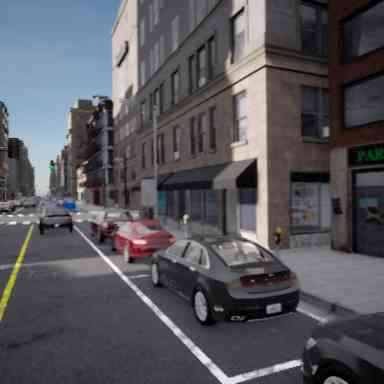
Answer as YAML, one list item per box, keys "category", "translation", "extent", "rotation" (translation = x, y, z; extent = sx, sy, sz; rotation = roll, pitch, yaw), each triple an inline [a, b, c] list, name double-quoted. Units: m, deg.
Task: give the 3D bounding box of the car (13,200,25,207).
- category: "car"
  translation: [-36.217, 2.330, 69.704]
  extent: [1.947, 1.339, 4.313]
  rotation: [0, 0, -24]

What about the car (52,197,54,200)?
- category: "car"
  translation: [-28.889, 2.017, 72.971]
  extent: [2.192, 1.841, 5.009]
  rotation: [0, 0, -24]

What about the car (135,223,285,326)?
- category: "car"
  translation: [0.378, 1.586, 7.139]
  extent: [2.008, 1.369, 4.403]
  rotation: [-1, 0, -24]

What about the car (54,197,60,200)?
- category: "car"
  translation: [-26.578, 2.235, 67.778]
  extent: [1.802, 1.307, 4.206]
  rotation: [0, 0, -24]

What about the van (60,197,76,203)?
- category: "van"
  translation: [-17.350, 1.785, 47.014]
  extent: [1.690, 1.788, 3.998]
  rotation: [-1, 0, -24]

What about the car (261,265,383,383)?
- category: "car"
  translation: [2.620, 1.534, 2.097]
  extent: [2.008, 1.369, 4.403]
  rotation: [-1, 0, -24]

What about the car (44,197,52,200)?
- category: "car"
  translation: [-32.008, 2.329, 73.499]
  extent: [1.895, 1.301, 4.718]
  rotation: [0, 0, -24]

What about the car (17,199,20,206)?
- category: "car"
  translation: [-26.985, 2.103, 48.936]
  extent: [1.887, 1.381, 4.507]
  rotation: [-1, 0, -24]

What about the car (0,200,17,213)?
- category: "car"
  translation: [-24.677, 2.057, 43.745]
  extent: [2.008, 1.369, 4.403]
  rotation: [-1, 0, -24]

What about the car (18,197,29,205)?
- category: "car"
  translation: [-43.143, 2.226, 85.279]
  extent: [2.192, 1.841, 5.009]
  rotation: [0, 0, -24]

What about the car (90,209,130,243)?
- category: "car"
  translation: [-4.107, 1.580, 17.226]
  extent: [1.967, 1.590, 4.097]
  rotation: [-1, 0, -24]

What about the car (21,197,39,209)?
- category: "car"
  translation: [-28.299, 2.127, 58.317]
  extent: [1.837, 1.490, 4.892]
  rotation: [0, 0, -23]

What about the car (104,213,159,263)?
- category: "car"
  translation: [-1.863, 1.669, 12.182]
  extent: [1.802, 1.307, 4.206]
  rotation: [-1, 0, -24]

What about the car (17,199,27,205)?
- category: "car"
  translation: [-40.833, 2.428, 80.087]
  extent: [1.947, 1.339, 4.313]
  rotation: [0, 0, -24]

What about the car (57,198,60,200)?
- category: "car"
  translation: [-21.963, 2.132, 57.395]
  extent: [1.802, 1.307, 4.206]
  rotation: [0, 0, -24]

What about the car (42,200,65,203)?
- category: "car"
  translation: [-15.514, 1.924, 36.622]
  extent: [2.033, 1.411, 5.357]
  rotation: [0, 0, -24]

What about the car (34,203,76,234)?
- category: "car"
  translation: [-8.604, 1.702, 21.018]
  extent: [2.128, 1.511, 4.902]
  rotation: [0, 0, -24]

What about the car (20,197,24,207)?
- category: "car"
  translation: [-33.840, 2.238, 64.357]
  extent: [1.752, 1.417, 4.829]
  rotation: [0, 0, -24]
